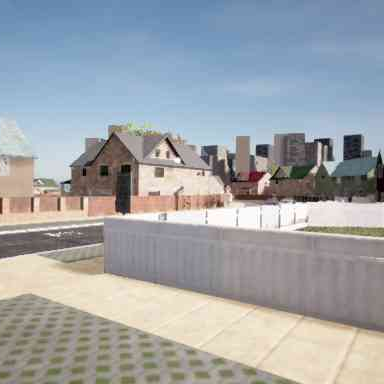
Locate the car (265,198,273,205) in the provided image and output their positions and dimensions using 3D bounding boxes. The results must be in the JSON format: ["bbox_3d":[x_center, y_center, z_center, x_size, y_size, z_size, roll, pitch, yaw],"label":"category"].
[{"bbox_3d":[11.531,1.586,47.699,2.033,1.411,5.357,1,0,13],"label":"car"}]

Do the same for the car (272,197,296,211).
[{"bbox_3d":[10.747,1.582,37.382,1.812,1.442,4.674,2,1,26],"label":"car"}]

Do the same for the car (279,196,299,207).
[{"bbox_3d":[15.104,1.522,52.143,2.128,1.511,4.902,1,0,7],"label":"car"}]
